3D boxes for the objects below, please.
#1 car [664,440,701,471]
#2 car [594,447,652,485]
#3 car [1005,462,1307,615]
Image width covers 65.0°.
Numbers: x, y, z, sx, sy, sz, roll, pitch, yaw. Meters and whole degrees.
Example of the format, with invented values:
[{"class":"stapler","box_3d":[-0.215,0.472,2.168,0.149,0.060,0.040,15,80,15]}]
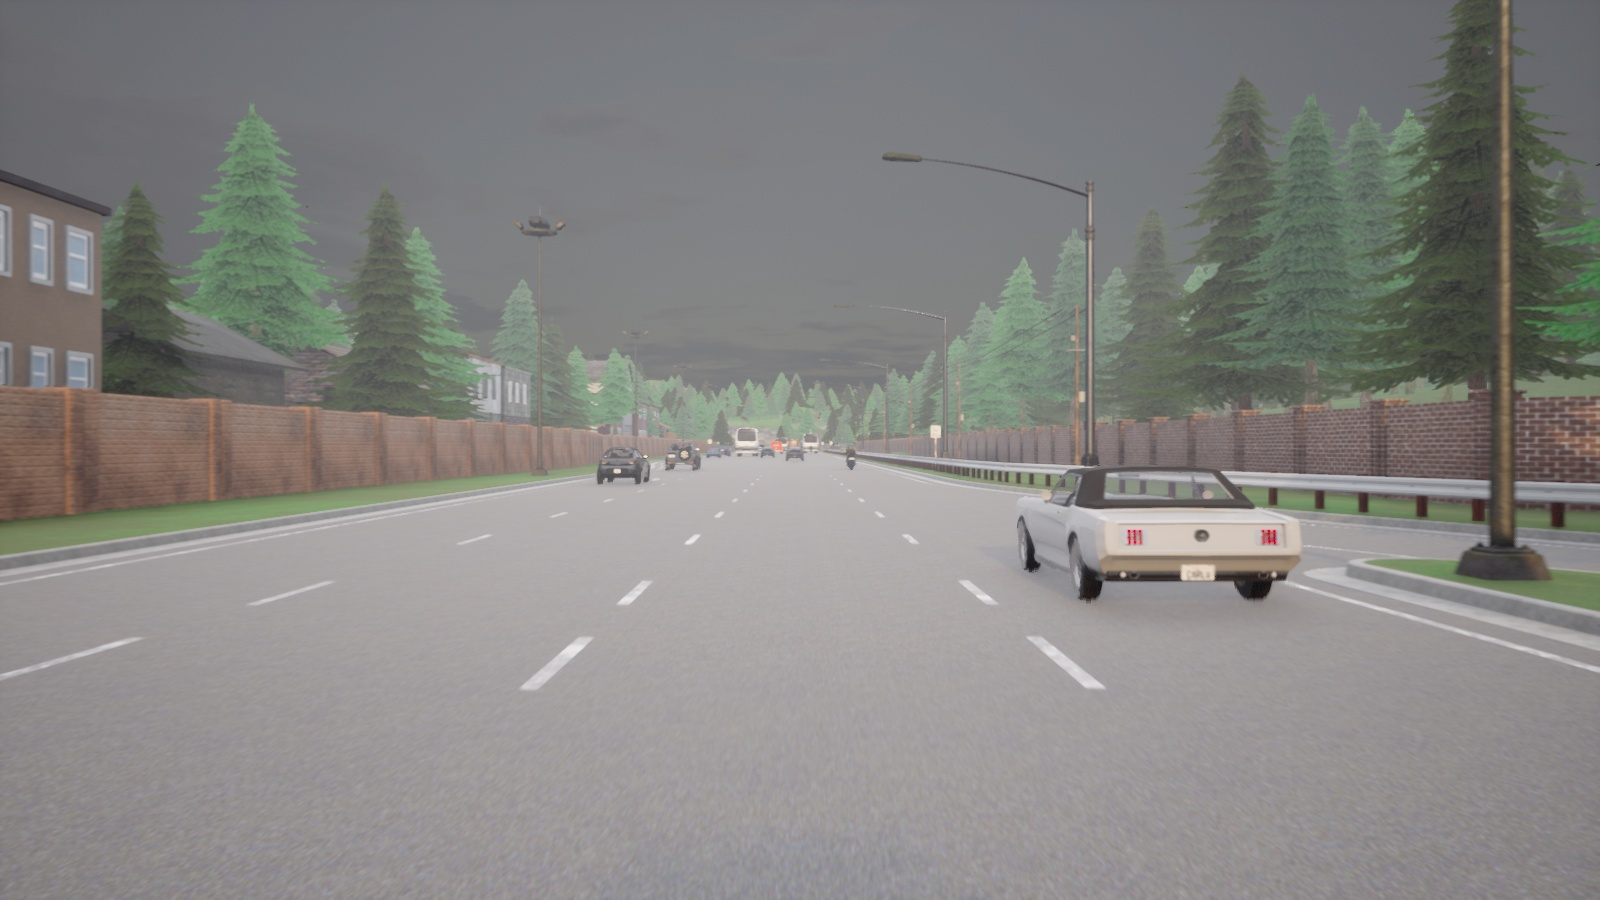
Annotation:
[{"class":"car","box_3d":[-7.309,0.330,78.442,1.932,1.855,4.605,0,0,0]},{"class":"car","box_3d":[-7.155,0.606,51.091,1.816,1.474,4.193,0,0,0]},{"class":"car","box_3d":[3.564,0.812,13.557,1.895,1.301,4.718,0,0,0]}]
